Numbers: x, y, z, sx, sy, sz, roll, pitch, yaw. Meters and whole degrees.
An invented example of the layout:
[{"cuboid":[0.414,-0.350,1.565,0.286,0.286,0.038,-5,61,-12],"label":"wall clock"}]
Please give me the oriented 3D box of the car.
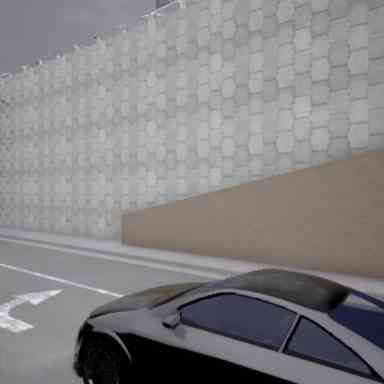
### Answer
[{"cuboid":[0.640,1.562,3.536,4.181,1.385,1.994,0,0,36],"label":"car"}]
